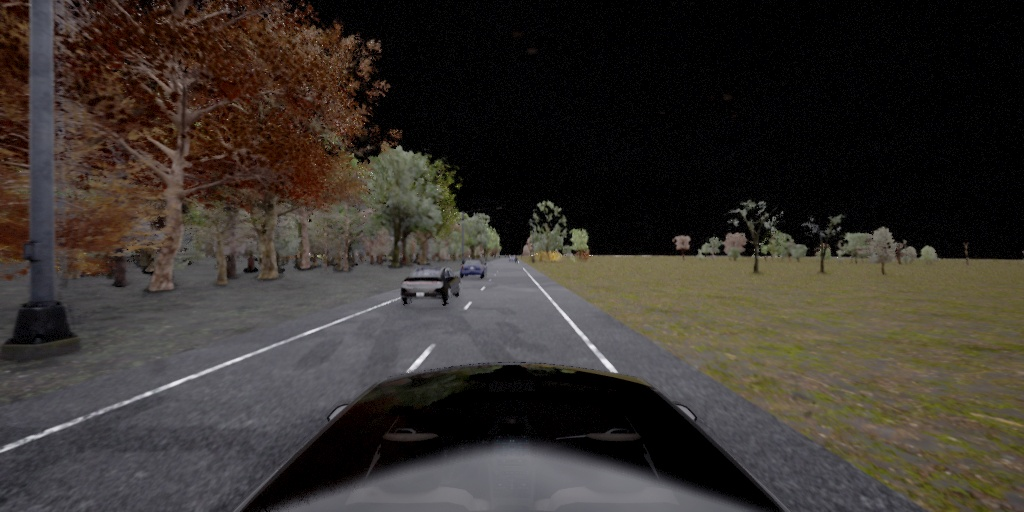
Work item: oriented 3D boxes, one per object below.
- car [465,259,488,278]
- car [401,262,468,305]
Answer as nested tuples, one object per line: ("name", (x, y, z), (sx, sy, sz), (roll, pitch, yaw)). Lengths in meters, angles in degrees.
("car", (-3.397, 1.030, 32.639), (2.097, 1.767, 4.553), (0, 0, 0))
("car", (-3.400, 1.209, 15.723), (2.128, 1.511, 4.902), (0, 0, 0))
